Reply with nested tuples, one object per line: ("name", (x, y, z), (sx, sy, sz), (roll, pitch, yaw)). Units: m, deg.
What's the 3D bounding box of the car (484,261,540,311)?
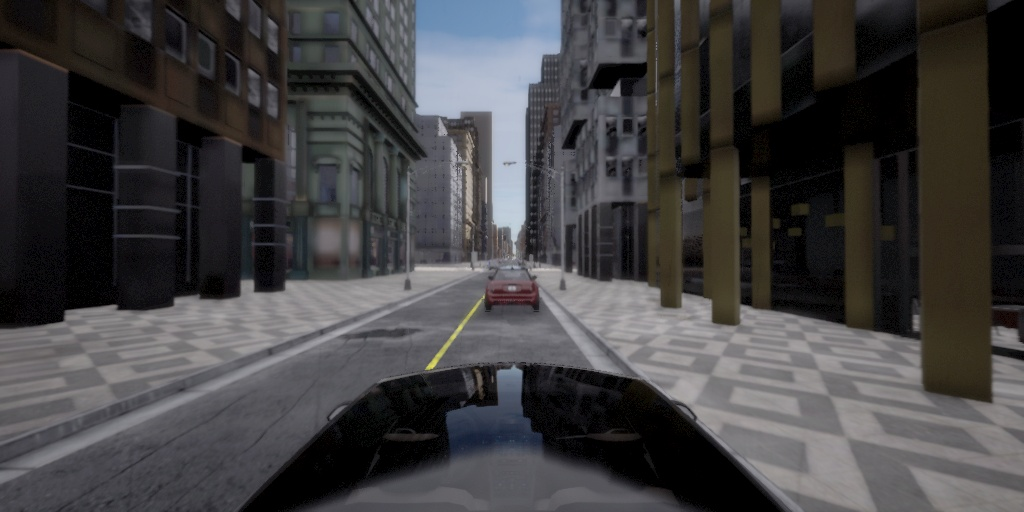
("car", (0.021, 1.231, 15.283), (2.097, 1.767, 4.553), (0, -1, 0))
